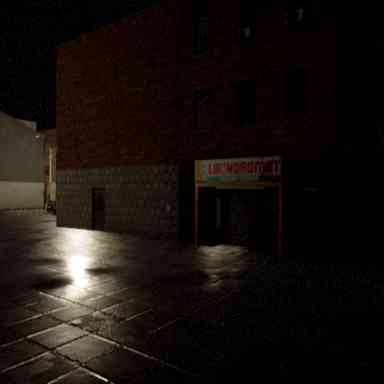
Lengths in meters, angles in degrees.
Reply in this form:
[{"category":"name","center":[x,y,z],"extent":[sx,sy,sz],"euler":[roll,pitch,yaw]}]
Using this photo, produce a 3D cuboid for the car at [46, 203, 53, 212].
[{"category":"car","center":[-12.703,1.391,35.776],"extent":[2.097,1.767,4.553],"euler":[0,0,36]}]
